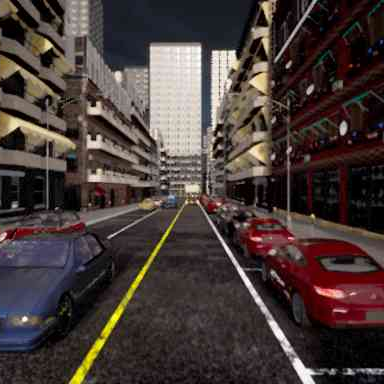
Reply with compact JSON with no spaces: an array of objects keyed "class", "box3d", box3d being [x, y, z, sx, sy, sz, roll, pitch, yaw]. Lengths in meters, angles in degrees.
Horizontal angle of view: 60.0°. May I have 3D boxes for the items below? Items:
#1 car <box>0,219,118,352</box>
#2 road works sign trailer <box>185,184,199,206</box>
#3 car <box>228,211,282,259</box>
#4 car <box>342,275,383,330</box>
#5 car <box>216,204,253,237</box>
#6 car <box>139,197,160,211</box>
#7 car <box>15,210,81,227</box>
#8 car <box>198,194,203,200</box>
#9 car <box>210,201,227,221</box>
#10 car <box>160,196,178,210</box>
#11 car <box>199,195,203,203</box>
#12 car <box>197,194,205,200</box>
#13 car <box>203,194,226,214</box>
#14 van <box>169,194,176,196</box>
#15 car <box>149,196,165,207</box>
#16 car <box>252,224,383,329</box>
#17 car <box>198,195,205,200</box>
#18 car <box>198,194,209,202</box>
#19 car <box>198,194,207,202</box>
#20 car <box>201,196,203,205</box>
[{"class":"car","box3d":[-2.853,1.547,6.766,2.033,1.411,5.357,0,0,0]},{"class":"road works sign trailer","box3d":[0.043,0.449,55.917,2.380,3.560,2.880,0,0,-1]},{"class":"car","box3d":[2.559,1.580,12.275,1.802,1.307,4.206,-1,0,0]},{"class":"car","box3d":[2.557,1.551,1.176,2.008,1.369,4.403,-1,0,0]},{"class":"car","box3d":[2.561,1.562,17.823,1.947,1.339,4.313,-1,0,0]},{"class":"car","box3d":[-5.315,1.515,39.830,1.752,1.417,4.829,-1,0,0]},{"class":"car","box3d":[-5.322,1.438,12.255,1.967,1.590,4.097,-1,0,0]},{"class":"car","box3d":[2.569,1.295,67.764,2.192,1.841,5.009,-1,0,0]},{"class":"car","box3d":[2.562,1.546,23.372,2.008,1.369,4.403,-1,0,0]},{"class":"car","box3d":[-2.825,1.553,42.990,1.994,1.385,4.181,0,0,0]},{"class":"car","box3d":[2.570,1.566,56.666,1.802,1.307,4.206,-1,0,0]},{"class":"car","box3d":[2.577,1.406,95.509,1.967,1.590,4.097,-1,0,0]},{"class":"car","box3d":[2.561,1.307,34.470,2.192,1.841,5.009,-1,0,0]},{"class":"van","box3d":[-5.306,1.310,89.943,1.690,1.788,3.998,-1,0,0]},{"class":"car","box3d":[-5.314,1.426,51.098,1.967,1.590,4.097,-1,0,0]},{"class":"car","box3d":[2.558,1.581,6.725,1.802,1.307,4.206,-1,0,0]},{"class":"car","box3d":[2.577,1.494,90.130,1.752,1.417,4.829,-1,0,0]},{"class":"car","box3d":[2.570,1.292,73.313,2.192,1.841,5.009,-1,0,0]},{"class":"car","box3d":[2.573,1.415,78.862,1.967,1.590,4.097,-1,0,0]},{"class":"car","box3d":[2.567,1.514,45.738,1.752,1.417,4.829,-1,0,0]}]
